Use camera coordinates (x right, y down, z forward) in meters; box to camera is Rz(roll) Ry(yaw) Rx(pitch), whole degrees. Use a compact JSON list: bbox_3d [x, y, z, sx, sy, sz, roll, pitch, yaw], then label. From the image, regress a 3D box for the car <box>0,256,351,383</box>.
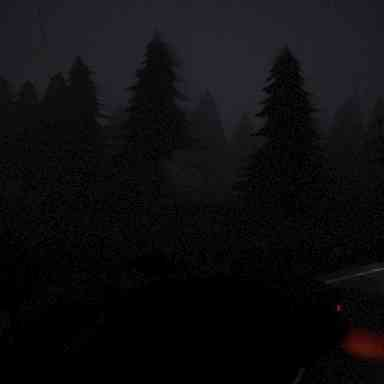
[{"bbox_3d":[-0.530,1.509,3.604,5.357,1.411,2.033,0,1,-33],"label":"car"}]
